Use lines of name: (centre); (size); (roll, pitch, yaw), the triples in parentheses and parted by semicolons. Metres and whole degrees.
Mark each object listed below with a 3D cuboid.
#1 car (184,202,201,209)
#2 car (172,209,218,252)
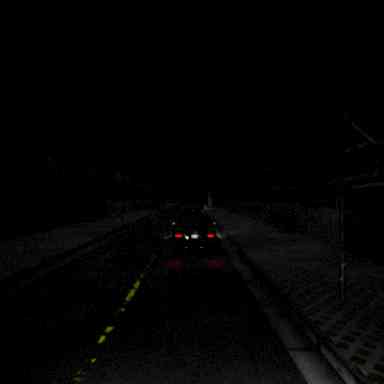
car: (0.088, 1.976, 41.213); (2.128, 1.511, 4.902); (0, -1, 0)
car: (0.095, 1.688, 14.587); (2.033, 1.411, 5.357); (0, -1, 0)
